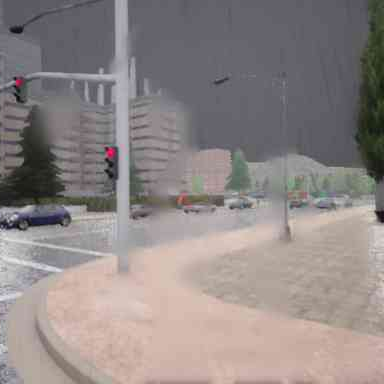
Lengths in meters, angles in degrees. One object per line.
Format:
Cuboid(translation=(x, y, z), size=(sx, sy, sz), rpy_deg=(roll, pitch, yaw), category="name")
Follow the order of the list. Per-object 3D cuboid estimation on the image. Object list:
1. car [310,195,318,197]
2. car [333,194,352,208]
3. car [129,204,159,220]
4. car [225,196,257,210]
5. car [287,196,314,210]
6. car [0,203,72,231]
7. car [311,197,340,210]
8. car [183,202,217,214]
Cuboid(translation=(21.144, 1.711, 54.999), size=(1.812, 1.442, 4.674), rpy_deg=(-1, -1, 36), category="car")
Cuboid(translation=(23.700, 1.362, 52.565), size=(2.150, 2.045, 5.566), rpy_deg=(-1, -1, 36), category="car")
Cuboid(translation=(-5.012, 1.843, 31.261), size=(1.994, 1.385, 4.181), rpy_deg=(-1, -1, 36), category="car")
Cuboid(translation=(7.104, 1.782, 47.847), size=(1.837, 1.490, 4.892), rpy_deg=(-1, -1, 37), category="car")
Cuboid(translation=(15.199, 1.691, 46.815), size=(1.837, 1.490, 4.892), rpy_deg=(-1, -1, 36), category="car")
Cuboid(translation=(-10.857, 1.632, 23.211), size=(2.097, 1.767, 4.553), rpy_deg=(-1, -1, 36), category="car")
Cuboid(translation=(17.860, 1.706, 44.526), size=(1.994, 1.385, 4.181), rpy_deg=(-1, -1, 36), category="car")
Cuboid(translation=(0.958, 1.879, 39.455), size=(1.895, 1.301, 4.718), rpy_deg=(-1, -1, 36), category="car")
